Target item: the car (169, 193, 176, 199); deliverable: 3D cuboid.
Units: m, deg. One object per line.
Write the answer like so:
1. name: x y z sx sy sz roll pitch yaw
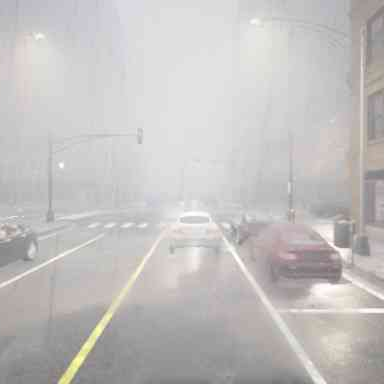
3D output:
1. car: -5.521 1.095 94.708 1.752 1.417 4.829 0 0 0

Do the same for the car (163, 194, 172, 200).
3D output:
1. car: -5.596 1.176 77.703 1.752 1.417 4.829 0 0 0

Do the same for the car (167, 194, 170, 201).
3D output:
1. car: -5.669 1.294 60.869 1.947 1.339 4.313 0 0 0

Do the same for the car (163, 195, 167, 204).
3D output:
1. car: -5.694 1.193 55.200 1.967 1.590 4.097 0 0 0

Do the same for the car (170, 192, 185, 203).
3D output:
1. car: -2.828 1.223 62.672 1.837 1.490 4.892 0 0 1

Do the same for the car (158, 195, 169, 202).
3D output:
1. car: -5.644 1.285 66.537 1.802 1.307 4.206 0 0 0

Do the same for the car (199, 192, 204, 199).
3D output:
1. car: 2.857 1.168 60.835 1.967 1.590 4.097 0 0 0

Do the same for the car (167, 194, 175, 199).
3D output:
1. car: -5.545 1.141 89.209 1.887 1.381 4.507 0 0 0

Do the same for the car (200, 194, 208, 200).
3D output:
1. car: 2.956 1.174 83.512 2.008 1.369 4.403 0 0 0

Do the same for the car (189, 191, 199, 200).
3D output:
1. car: 0.273 1.185 79.901 1.994 1.385 4.181 0 0 0

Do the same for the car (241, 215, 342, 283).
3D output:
1. car: 2.667 1.539 9.254 1.802 1.307 4.206 0 0 0

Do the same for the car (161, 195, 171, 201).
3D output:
1. car: -5.620 1.243 72.205 1.947 1.339 4.313 0 0 0

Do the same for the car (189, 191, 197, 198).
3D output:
1. car: 0.316 0.650 89.932 2.150 2.045 5.566 0 0 0

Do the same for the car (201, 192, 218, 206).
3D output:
1. car: 2.807 1.218 49.497 1.967 1.590 4.097 0 0 0

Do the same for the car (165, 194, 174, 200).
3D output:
1. car: -5.570 1.189 83.541 1.947 1.339 4.313 0 0 0

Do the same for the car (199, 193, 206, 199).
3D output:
1. car: 3.005 1.008 94.850 1.967 1.590 4.097 0 0 0

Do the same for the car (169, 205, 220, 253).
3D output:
1. car: 0.093 1.464 13.295 1.812 1.442 4.674 0 0 0

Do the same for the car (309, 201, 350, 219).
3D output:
1. car: 11.953 1.426 27.012 4.674 1.442 1.812 0 0 0

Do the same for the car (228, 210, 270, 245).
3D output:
1. car: 2.667 1.482 14.848 2.008 1.369 4.403 0 0 0

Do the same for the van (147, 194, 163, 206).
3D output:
1. van: -5.719 1.119 49.531 1.690 1.788 3.998 0 0 0

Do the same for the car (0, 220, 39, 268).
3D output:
1. car: -5.858 1.508 9.248 2.008 1.369 4.403 0 0 0
